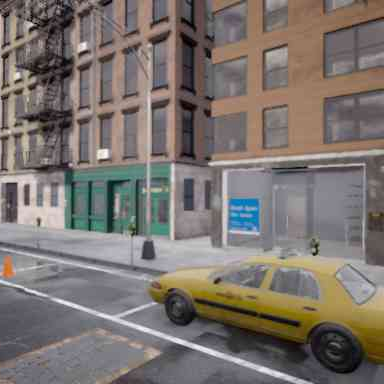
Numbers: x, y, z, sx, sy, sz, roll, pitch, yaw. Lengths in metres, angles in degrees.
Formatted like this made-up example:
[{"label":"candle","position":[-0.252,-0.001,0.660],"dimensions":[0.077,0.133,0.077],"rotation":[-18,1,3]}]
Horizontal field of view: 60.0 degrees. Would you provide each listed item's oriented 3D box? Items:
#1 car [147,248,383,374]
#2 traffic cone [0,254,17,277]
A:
[{"label":"car","position":[1.347,1.634,5.640],"dimensions":[4.829,1.417,1.752],"rotation":[0,-1,37]},{"label":"traffic cone","position":[-5.285,2.096,9.594],"dimensions":[0.340,0.580,0.340],"rotation":[0,-1,37]}]
